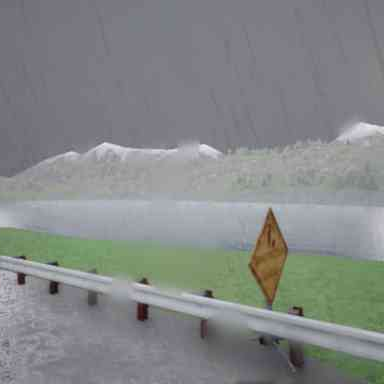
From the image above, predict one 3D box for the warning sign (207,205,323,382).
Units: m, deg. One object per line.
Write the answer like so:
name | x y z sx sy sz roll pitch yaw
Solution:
warning sign | 1.013 1.134 4.437 1.060 1.860 1.300 -1 0 36
